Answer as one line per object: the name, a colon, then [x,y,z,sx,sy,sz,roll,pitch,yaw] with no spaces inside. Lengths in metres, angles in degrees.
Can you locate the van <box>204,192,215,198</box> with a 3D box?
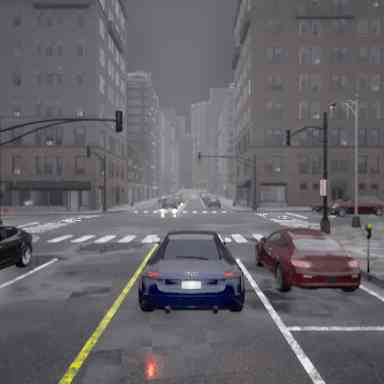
van: [3.083,1.226,51.368,1.690,1.788,3.998,0,0,0]

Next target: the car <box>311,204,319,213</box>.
car: [13.659,1.341,31.106,4.718,1.301,1.895,-1,0,0]

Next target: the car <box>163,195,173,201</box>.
car: [-5.247,1.324,73.658,2.008,1.369,4.403,0,0,0]

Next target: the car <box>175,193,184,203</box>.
car: [-2.750,1.403,53.696,1.812,1.442,4.674,0,0,0]

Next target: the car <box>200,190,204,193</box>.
car: [3.727,0.898,85.994,2.150,2.045,5.566,0,0,0]

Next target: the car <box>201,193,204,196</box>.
car: [3.230,1.394,68.025,1.802,1.307,4.206,0,0,0]

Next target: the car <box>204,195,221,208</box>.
car: [3.036,1.487,45.817,1.802,1.307,4.206,0,0,0]

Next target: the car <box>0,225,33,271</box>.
car: [-5.766,1.560,8.610,1.947,1.339,4.313,0,0,0]

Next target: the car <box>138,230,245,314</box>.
car: [0.003,1.559,7.695,1.994,1.385,4.181,0,0,0]

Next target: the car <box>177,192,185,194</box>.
car: [-2.618,1.325,64.086,2.128,1.511,4.902,0,0,1]

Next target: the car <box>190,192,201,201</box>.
car: [0.519,1.285,74.255,1.812,1.442,4.674,0,0,0]

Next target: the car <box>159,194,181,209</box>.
car: [-2.836,1.417,43.792,1.837,1.490,4.892,0,0,2]

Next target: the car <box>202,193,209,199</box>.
car: [3.820,1.102,92.965,1.882,1.535,5.008,0,0,0]

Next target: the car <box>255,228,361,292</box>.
car: [2.760,1.576,8.608,1.802,1.307,4.206,0,0,0]

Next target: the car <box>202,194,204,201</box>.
car: [3.132,1.410,56.919,1.887,1.381,4.507,0,0,0]

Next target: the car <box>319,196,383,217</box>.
car: [13.551,1.112,27.855,4.553,1.767,2.097,-1,0,0]

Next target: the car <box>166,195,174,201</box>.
car: [-5.199,1.312,79.210,1.802,1.307,4.206,0,0,0]
